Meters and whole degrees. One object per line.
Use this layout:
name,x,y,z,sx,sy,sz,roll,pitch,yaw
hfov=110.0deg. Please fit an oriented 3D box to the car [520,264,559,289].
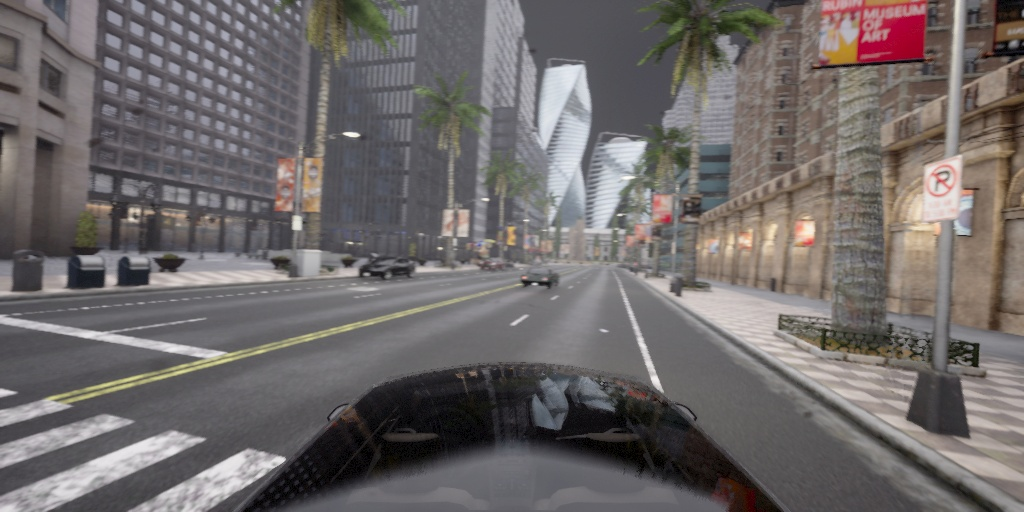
car,2.012,1.449,24.099,1.895,1.301,4.718,3,0,16
